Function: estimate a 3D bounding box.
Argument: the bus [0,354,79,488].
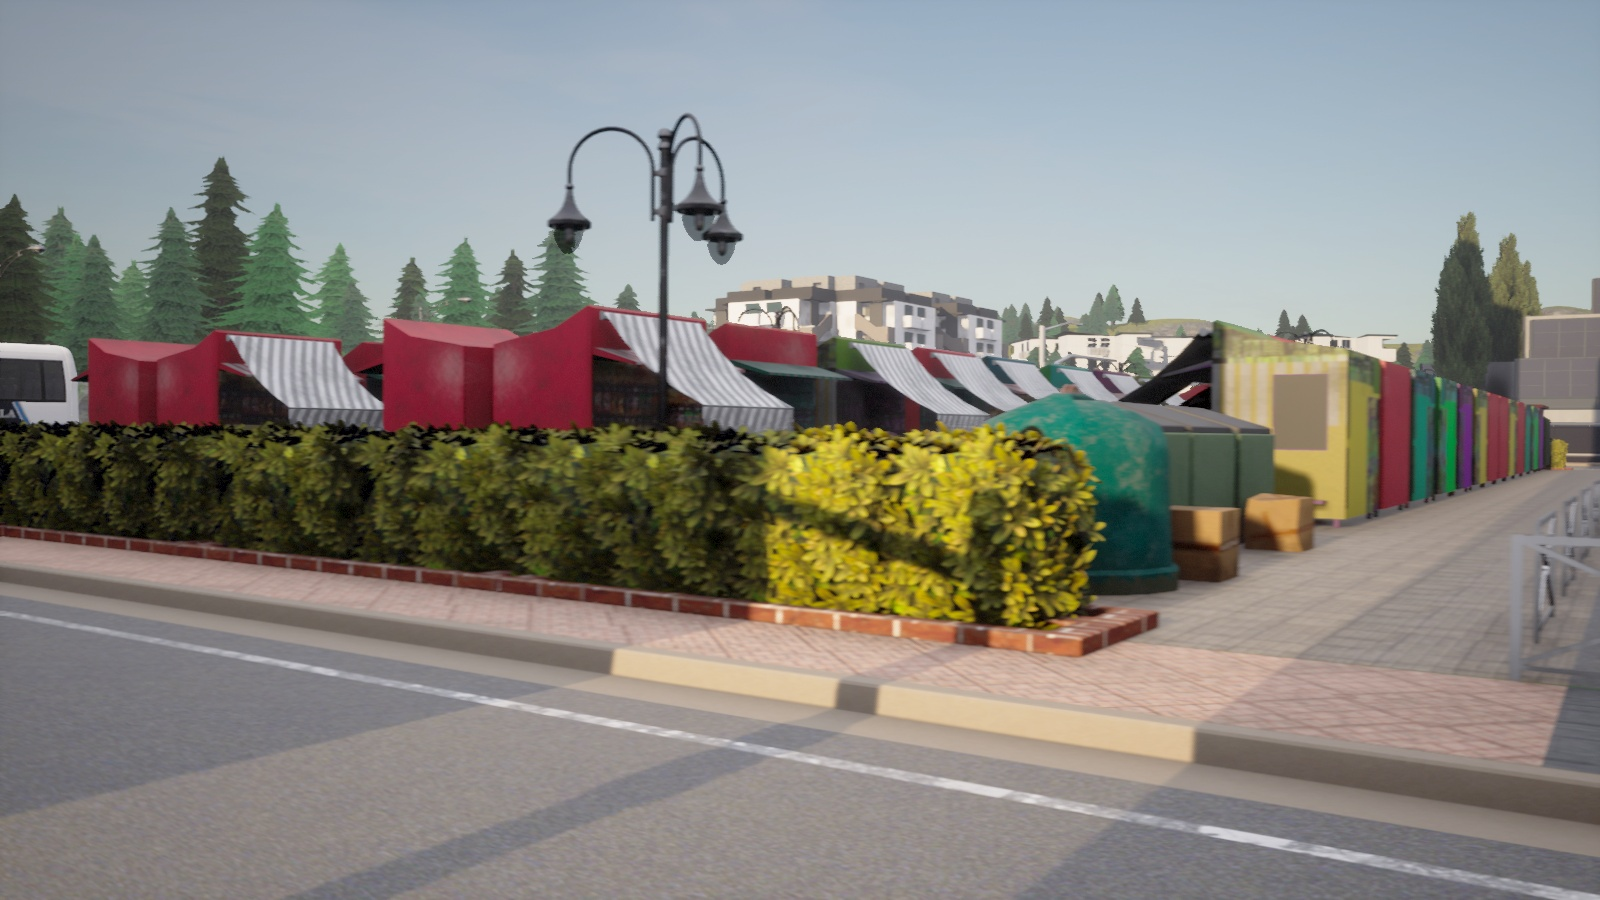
[{"bbox_3d":[-28.511,-0.858,38.580,3.944,4.253,10.273,0,1,34],"label":"bus"}]
